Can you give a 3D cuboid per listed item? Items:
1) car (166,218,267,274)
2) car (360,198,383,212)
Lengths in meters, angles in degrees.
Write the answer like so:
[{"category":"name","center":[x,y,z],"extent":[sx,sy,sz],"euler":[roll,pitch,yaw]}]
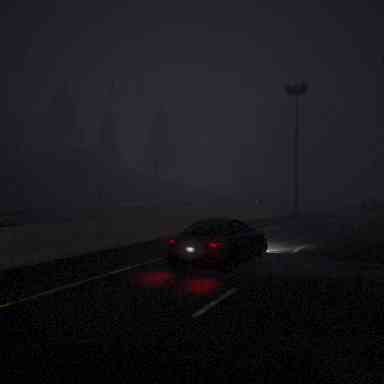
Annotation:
[{"category":"car","center":[0.972,1.547,10.806],"extent":[1.994,1.385,4.181],"euler":[0,0,30]},{"category":"car","center":[21.313,1.481,39.128],"extent":[1.882,1.535,5.008],"euler":[0,0,41]}]
